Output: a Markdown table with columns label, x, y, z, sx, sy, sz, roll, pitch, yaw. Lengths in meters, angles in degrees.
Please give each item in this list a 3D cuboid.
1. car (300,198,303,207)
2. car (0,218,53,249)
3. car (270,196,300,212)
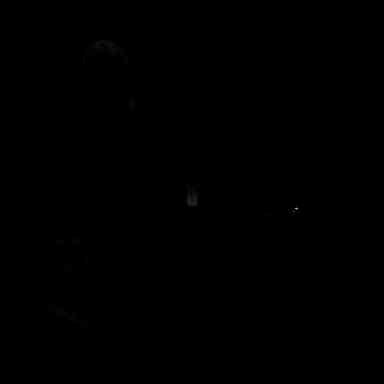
| label | x | y | z | sx | sy | sz | roll | pitch | yaw |
| --- | --- | --- | --- | --- | --- | --- | --- | --- | --- |
| car | 14.993 | 1.440 | 49.225 | 1.837 | 1.490 | 4.892 | 0 | 0 | 36 |
| car | -8.093 | 1.554 | 12.436 | 2.033 | 1.411 | 5.357 | 0 | 0 | 36 |
| car | 10.447 | 1.490 | 38.200 | 1.812 | 1.442 | 4.674 | 0 | 0 | 36 |
